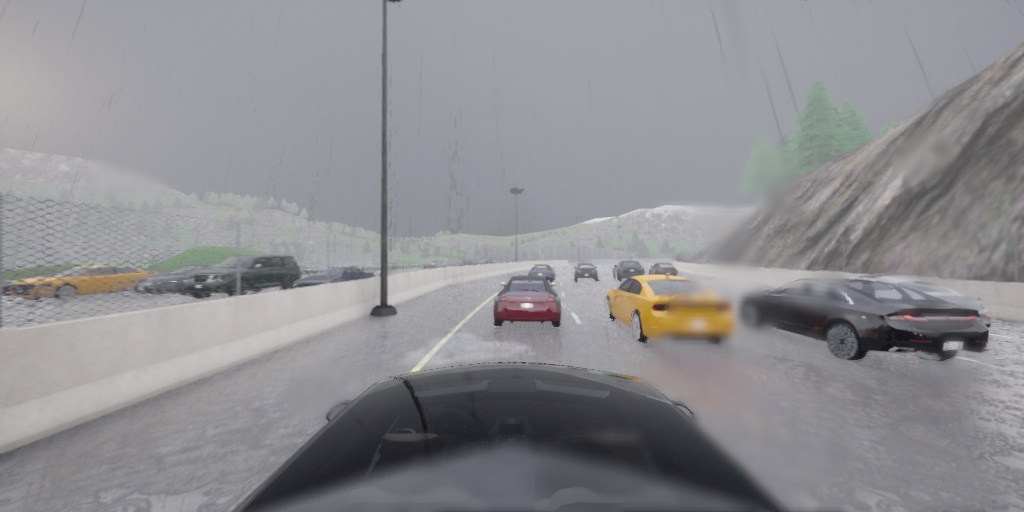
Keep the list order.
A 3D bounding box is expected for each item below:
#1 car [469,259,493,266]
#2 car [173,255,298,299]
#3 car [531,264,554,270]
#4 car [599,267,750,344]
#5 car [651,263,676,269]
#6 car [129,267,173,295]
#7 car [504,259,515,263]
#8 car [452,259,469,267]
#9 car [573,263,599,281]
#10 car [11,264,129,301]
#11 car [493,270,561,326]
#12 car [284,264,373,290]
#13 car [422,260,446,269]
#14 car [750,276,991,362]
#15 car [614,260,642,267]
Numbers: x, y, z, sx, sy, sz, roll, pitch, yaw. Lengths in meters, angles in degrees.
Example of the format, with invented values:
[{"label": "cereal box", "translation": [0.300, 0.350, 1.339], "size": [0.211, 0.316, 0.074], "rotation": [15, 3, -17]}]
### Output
[{"label": "car", "translation": [-4.739, 1.271, 59.205], "size": [1.882, 1.535, 5.008], "rotation": [0, 0, 18]}, {"label": "car", "translation": [-13.236, 0.955, 18.211], "size": [2.150, 2.045, 5.566], "rotation": [0, 0, 5]}, {"label": "car", "translation": [2.434, 1.346, 28.769], "size": [1.994, 1.385, 4.181], "rotation": [0, 0, 9]}, {"label": "car", "translation": [3.901, 1.245, 9.739], "size": [1.882, 1.535, 5.008], "rotation": [0, 0, 3]}, {"label": "car", "translation": [13.819, 1.340, 32.839], "size": [1.812, 1.442, 4.674], "rotation": [0, 0, 11]}, {"label": "car", "translation": [-16.630, 1.217, 19.209], "size": [2.128, 1.511, 4.902], "rotation": [0, 0, 6]}, {"label": "car", "translation": [-0.352, 1.310, 61.252], "size": [1.837, 1.490, 4.892], "rotation": [0, 0, 19]}, {"label": "car", "translation": [-8.206, 1.277, 59.829], "size": [2.128, 1.511, 4.902], "rotation": [0, 0, 18]}, {"label": "car", "translation": [6.243, 1.319, 30.427], "size": [1.812, 1.442, 4.674], "rotation": [0, 0, 10]}, {"label": "car", "translation": [-20.307, 1.192, 17.431], "size": [1.882, 1.535, 5.008], "rotation": [0, 0, 5]}, {"label": "car", "translation": [0.523, 1.325, 11.790], "size": [1.994, 1.385, 4.181], "rotation": [0, 0, 3]}, {"label": "car", "translation": [-9.574, 1.291, 19.799], "size": [2.033, 1.411, 5.357], "rotation": [0, 0, 6]}, {"label": "car", "translation": [-12.525, 1.374, 57.789], "size": [1.895, 1.301, 4.718], "rotation": [0, 0, 17]}, {"label": "car", "translation": [7.332, 1.266, 8.284], "size": [2.128, 1.511, 4.902], "rotation": [0, 0, 2]}, {"label": "car", "translation": [9.773, 1.154, 30.225], "size": [2.097, 1.767, 4.553], "rotation": [0, 0, 10]}]
